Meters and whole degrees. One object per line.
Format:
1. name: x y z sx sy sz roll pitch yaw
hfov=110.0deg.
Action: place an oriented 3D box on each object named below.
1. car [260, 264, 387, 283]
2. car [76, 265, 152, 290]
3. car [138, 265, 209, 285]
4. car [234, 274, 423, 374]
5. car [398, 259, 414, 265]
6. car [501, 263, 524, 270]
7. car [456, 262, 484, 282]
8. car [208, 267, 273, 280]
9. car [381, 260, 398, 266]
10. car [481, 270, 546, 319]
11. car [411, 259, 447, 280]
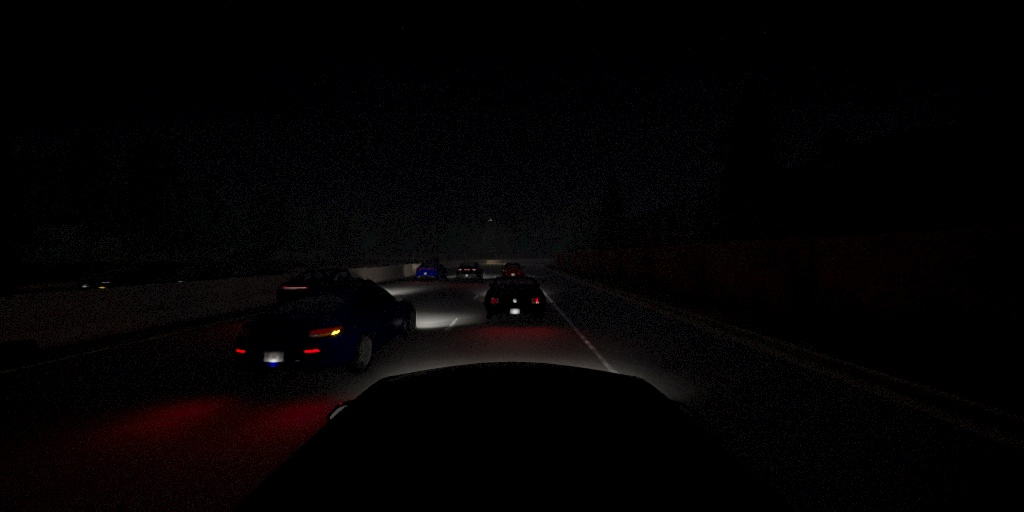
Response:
1. car: -6.907 1.250 13.924 2.128 1.511 4.902 0 0 0
2. car: -21.108 1.268 20.202 1.837 1.490 4.892 0 0 0
3. car: -17.608 1.327 20.055 1.994 1.385 4.181 0 0 0
4. car: -3.410 1.280 7.439 1.812 1.442 4.674 0 0 0
5. car: -17.557 1.304 61.991 1.837 1.490 4.892 0 0 1
6. car: 0.072 1.298 30.569 1.812 1.442 4.674 0 0 0
7. car: -3.416 1.262 29.554 2.128 1.511 4.902 0 0 0
8. car: -14.108 1.327 20.067 1.994 1.385 4.181 0 0 0
9. car: -21.009 1.395 61.904 1.895 1.301 4.718 0 0 1
10. car: 0.094 1.359 12.861 1.895 1.301 4.718 0 0 0
11. car: -6.915 1.249 31.122 1.882 1.535 5.008 0 0 0
